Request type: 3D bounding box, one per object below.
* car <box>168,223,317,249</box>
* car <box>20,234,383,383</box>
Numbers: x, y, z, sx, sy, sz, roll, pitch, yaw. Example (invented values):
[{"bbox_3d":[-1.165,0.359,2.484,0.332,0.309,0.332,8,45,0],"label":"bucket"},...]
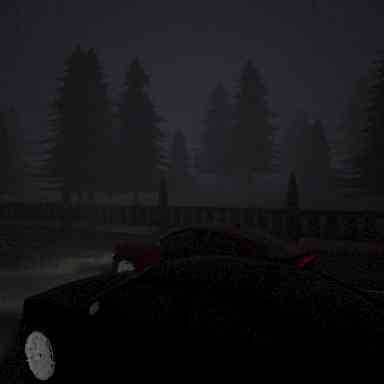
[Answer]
[{"bbox_3d":[0.312,1.456,7.719,5.008,1.535,1.882,0,0,33],"label":"car"},{"bbox_3d":[0.099,1.467,3.680,5.008,1.535,1.882,0,0,34],"label":"car"}]
